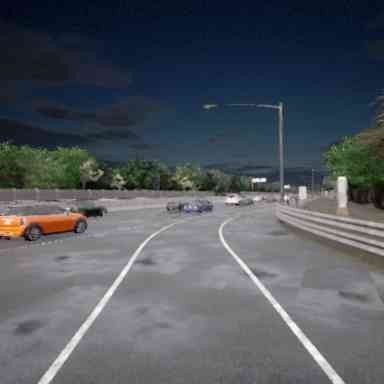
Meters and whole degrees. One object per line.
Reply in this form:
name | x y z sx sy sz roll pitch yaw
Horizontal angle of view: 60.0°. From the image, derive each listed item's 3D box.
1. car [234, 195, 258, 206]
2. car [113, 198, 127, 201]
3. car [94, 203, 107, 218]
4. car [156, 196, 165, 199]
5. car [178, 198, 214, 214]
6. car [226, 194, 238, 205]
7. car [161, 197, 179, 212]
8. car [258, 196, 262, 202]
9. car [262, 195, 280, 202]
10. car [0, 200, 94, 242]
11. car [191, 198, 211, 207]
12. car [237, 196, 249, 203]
car | 9.354 1.723 56.933 2.033 1.411 5.357 -1 0 23
car | -12.855 1.898 58.374 1.837 1.490 4.892 -1 0 23
car | -9.632 1.515 29.864 2.097 1.767 4.553 -1 0 23
car | -6.703 1.793 72.989 2.097 1.767 4.553 -1 0 23
car | 0.790 1.660 36.574 2.033 1.411 5.357 -1 0 23
car | 8.111 1.451 63.048 2.150 2.045 5.566 -1 0 23
car | -1.440 1.651 40.294 2.128 1.511 4.902 -1 0 23
car | 16.262 1.823 82.626 1.812 1.442 4.674 -1 0 23
car | 19.164 1.781 80.489 2.128 1.511 4.902 -1 0 23
car | -7.469 1.403 16.971 2.097 1.767 4.553 -1 0 23
car | 1.588 1.771 56.521 1.812 1.442 4.674 -1 0 23
car | 12.713 1.835 83.206 1.837 1.490 4.892 -1 0 23
